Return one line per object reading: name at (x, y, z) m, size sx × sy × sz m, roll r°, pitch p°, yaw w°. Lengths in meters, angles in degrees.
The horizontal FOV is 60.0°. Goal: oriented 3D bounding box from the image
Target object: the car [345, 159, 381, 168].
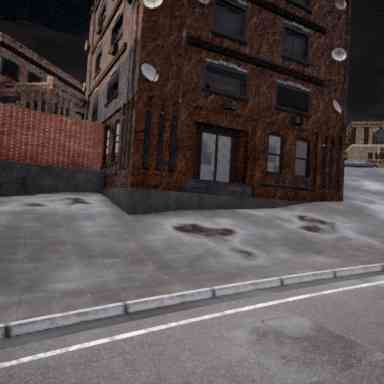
car at (21.221, -3.297, 41.901) m, size 4.553 × 1.767 × 2.185 m, roll 2°, pitch -3°, yaw 15°
